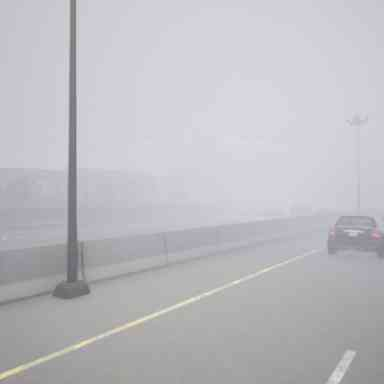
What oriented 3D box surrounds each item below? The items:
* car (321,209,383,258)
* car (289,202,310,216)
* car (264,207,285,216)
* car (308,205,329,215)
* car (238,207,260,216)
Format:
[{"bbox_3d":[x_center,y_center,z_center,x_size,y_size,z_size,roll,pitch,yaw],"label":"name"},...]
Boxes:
[{"bbox_3d":[7.613,1.730,14.741,2.097,1.767,4.553,-2,-2,37],"label":"car"},{"bbox_3d":[16.561,2.572,50.582,2.150,2.045,5.566,-1,-2,34],"label":"car"},{"bbox_3d":[12.626,2.989,51.006,1.895,1.301,4.718,-2,-2,35],"label":"car"},{"bbox_3d":[18.295,2.830,46.916,1.895,1.301,4.718,-2,-2,35],"label":"car"},{"bbox_3d":[8.860,3.037,51.737,1.895,1.301,4.718,-2,-2,35],"label":"car"}]
